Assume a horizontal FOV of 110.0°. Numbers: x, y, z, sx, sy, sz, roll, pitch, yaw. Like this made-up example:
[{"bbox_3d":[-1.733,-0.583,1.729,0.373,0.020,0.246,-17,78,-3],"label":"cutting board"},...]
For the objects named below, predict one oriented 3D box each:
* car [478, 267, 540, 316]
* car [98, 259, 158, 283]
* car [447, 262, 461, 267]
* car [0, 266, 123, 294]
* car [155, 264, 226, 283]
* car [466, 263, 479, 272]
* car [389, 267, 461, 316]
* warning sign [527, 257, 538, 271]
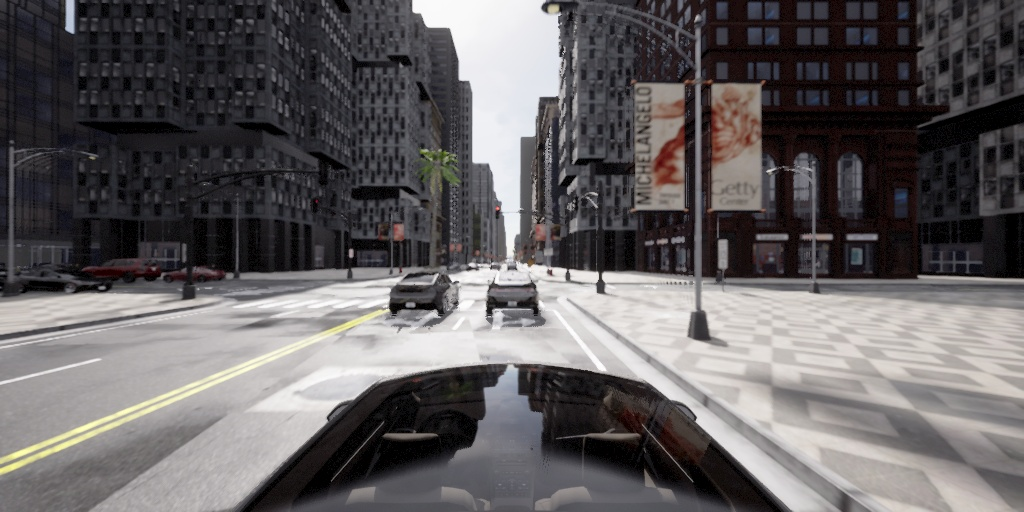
[{"bbox_3d":[0.036,1.331,13.865,2.128,1.511,4.902,0,0,1],"label":"car"},{"bbox_3d":[-30.708,1.143,28.318,5.009,1.841,2.192,0,0,-1],"label":"car"},{"bbox_3d":[-9.800,1.797,60.368,2.128,1.511,4.902,0,-1,0],"label":"car"},{"bbox_3d":[-24.939,1.396,19.881,4.313,1.339,1.948,0,0,-1],"label":"car"},{"bbox_3d":[-25.069,1.431,28.405,4.207,1.307,1.802,0,0,-1],"label":"car"},{"bbox_3d":[-6.542,1.850,60.113,2.033,1.411,5.357,0,-1,1],"label":"car"},{"bbox_3d":[-3.214,1.344,13.866,1.837,1.490,4.892,0,0,1],"label":"car"},{"bbox_3d":[2.846,1.340,54.493,1.300,1.860,1.060,0,0,0],"label":"warning sign"}]
